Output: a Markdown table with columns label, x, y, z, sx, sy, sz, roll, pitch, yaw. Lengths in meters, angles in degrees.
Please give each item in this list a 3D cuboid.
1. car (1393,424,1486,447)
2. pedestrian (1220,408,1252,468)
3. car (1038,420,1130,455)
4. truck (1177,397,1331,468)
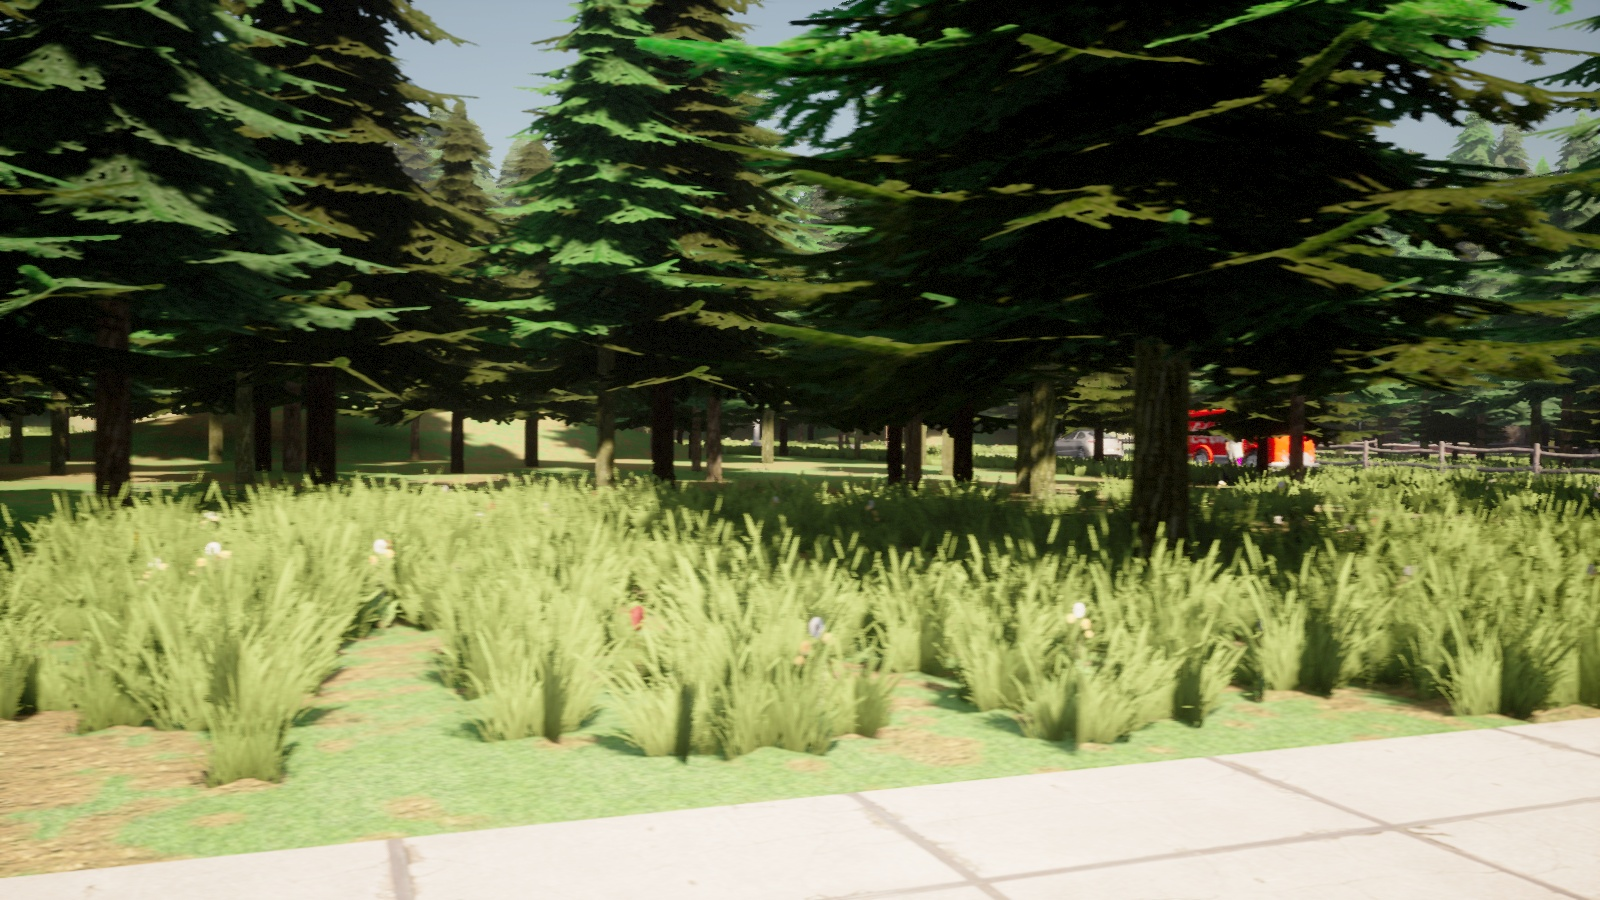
| label | x | y | z | sx | sy | sz | roll | pitch | yaw |
| --- | --- | --- | --- | --- | --- | --- | --- | --- | --- |
| car | 41.466 | -0.930 | 81.525 | 5.357 | 1.411 | 2.033 | 0 | 1 | 27 |
| pedestrian | 14.342 | -0.394 | 41.323 | 0.659 | 1.952 | 0.873 | -1 | 1 | -6 |
| car | 14.353 | -0.642 | 63.734 | 2.152 | 1.651 | 5.027 | -1 | 1 | -20 |
| truck | 16.739 | -0.655 | 46.631 | 2.627 | 2.467 | 5.204 | -1 | 1 | -20 |
